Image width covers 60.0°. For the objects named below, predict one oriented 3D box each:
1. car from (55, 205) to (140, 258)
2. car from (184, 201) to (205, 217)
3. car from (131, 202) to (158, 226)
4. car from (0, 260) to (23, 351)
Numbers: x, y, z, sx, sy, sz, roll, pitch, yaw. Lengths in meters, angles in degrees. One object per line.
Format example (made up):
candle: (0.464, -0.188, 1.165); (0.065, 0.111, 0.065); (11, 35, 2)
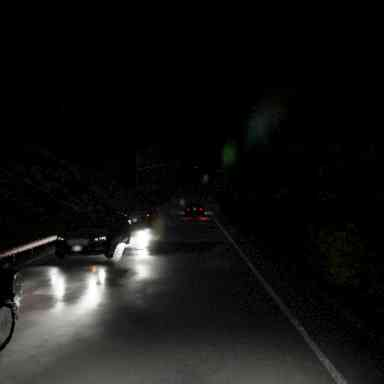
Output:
car: (-3.544, 1.475, 12.723); (2.128, 1.511, 4.902); (0, 0, 0)
car: (0.234, 1.511, 31.135); (2.033, 1.411, 5.357); (0, 0, 0)
car: (-3.478, 1.463, 22.930); (2.128, 1.511, 4.902); (0, 0, 0)
car: (-3.589, 1.500, 3.321); (1.837, 1.490, 4.892); (0, 0, 0)
